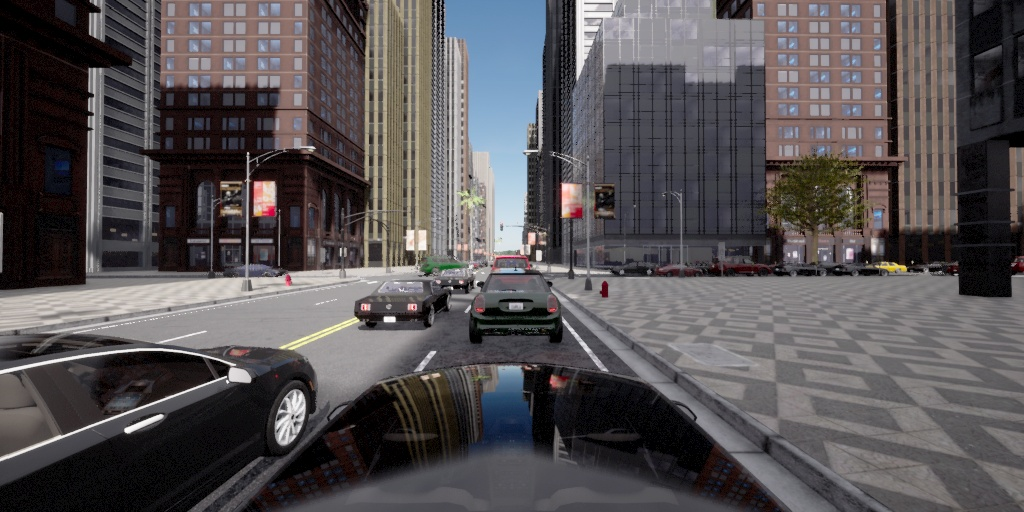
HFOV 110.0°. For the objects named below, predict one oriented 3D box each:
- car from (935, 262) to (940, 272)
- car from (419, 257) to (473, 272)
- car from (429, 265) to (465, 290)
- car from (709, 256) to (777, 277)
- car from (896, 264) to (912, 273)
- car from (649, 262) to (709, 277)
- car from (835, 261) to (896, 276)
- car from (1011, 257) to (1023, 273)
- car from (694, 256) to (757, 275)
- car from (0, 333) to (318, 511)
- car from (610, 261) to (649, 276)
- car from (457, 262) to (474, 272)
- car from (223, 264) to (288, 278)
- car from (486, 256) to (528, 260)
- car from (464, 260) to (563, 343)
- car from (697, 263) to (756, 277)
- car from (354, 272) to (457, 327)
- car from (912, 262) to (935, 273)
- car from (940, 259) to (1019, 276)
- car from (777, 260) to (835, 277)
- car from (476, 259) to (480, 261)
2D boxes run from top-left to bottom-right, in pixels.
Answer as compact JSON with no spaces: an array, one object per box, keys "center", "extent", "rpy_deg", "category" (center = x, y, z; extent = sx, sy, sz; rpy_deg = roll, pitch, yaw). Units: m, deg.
[{"center":[46.216,1.220,36.036],"extent":[4.674,1.442,1.812],"rpy_deg":[0,-1,-1],"category":"car"},{"center":[-7.208,1.102,38.520],"extent":[5.566,2.045,2.150],"rpy_deg":[0,0,-37],"category":"car"},{"center":[-3.191,1.388,20.675],"extent":[1.895,1.301,4.718],"rpy_deg":[0,0,0],"category":"car"},{"center":[20.889,1.041,32.979],"extent":[5.009,1.841,2.192],"rpy_deg":[0,0,-1],"category":"car"},{"center":[43.125,1.296,41.897],"extent":[4.829,1.417,1.751],"rpy_deg":[0,0,-1],"category":"car"},{"center":[15.251,1.327,32.880],"extent":[4.207,1.307,1.802],"rpy_deg":[0,0,-1],"category":"car"},{"center":[32.163,1.260,33.178],"extent":[4.313,1.339,1.948],"rpy_deg":[0,0,-1],"category":"car"},{"center":[49.077,0.973,33.476],"extent":[5.009,1.841,2.192],"rpy_deg":[0,0,-1],"category":"car"},{"center":[23.067,1.010,38.803],"extent":[5.566,2.045,2.150],"rpy_deg":[0,-1,-2],"category":"car"},{"center":[-3.151,1.255,2.186],"extent":[1.837,1.490,4.892],"rpy_deg":[0,0,0],"category":"car"},{"center":[13.027,1.326,38.616],"extent":[4.892,1.490,1.837],"rpy_deg":[0,-1,-1],"category":"car"},{"center":[-6.702,1.570,51.822],"extent":[1.895,1.301,4.718],"rpy_deg":[0,0,0],"category":"car"},{"center":[-24.814,1.484,34.826],"extent":[5.357,1.411,2.033],"rpy_deg":[0,-1,0],"category":"car"},{"center":[-0.038,1.003,19.380],"extent":[2.150,2.045,5.566],"rpy_deg":[0,0,0],"category":"car"},{"center":[0.080,1.109,9.860],"extent":[2.097,1.767,4.553],"rpy_deg":[0,0,0],"category":"car"},{"center":[21.218,1.357,35.562],"extent":[4.718,1.301,1.895],"rpy_deg":[0,-1,-1],"category":"car"},{"center":[-3.168,1.361,11.507],"extent":[1.895,1.301,4.718],"rpy_deg":[0,0,0],"category":"car"},{"center":[48.934,1.326,42.000],"extent":[4.313,1.339,1.948],"rpy_deg":[0,0,-1],"category":"car"},{"center":[43.439,1.214,33.377],"extent":[4.507,1.381,1.888],"rpy_deg":[0,0,-1],"category":"car"},{"center":[26.526,1.276,33.078],"extent":[4.313,1.339,1.948],"rpy_deg":[0,0,-1],"category":"car"},{"center":[-6.701,1.634,60.986],"extent":[1.895,1.301,4.718],"rpy_deg":[0,0,0],"category":"car"}]
